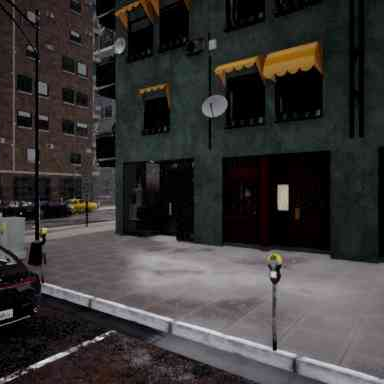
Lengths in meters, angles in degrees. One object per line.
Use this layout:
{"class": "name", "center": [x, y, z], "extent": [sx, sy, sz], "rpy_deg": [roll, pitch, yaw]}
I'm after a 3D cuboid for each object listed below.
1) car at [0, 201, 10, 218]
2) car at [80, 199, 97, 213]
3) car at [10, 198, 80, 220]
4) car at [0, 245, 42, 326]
{"class": "car", "center": [-14.073, 1.350, 26.085], "extent": [2.008, 1.369, 4.403], "rpy_deg": [1, 1, 35]}
{"class": "car", "center": [-10.985, 1.250, 30.512], "extent": [1.752, 1.417, 4.829], "rpy_deg": [1, 1, 35]}
{"class": "car", "center": [-11.222, 1.345, 25.664], "extent": [1.994, 1.385, 4.181], "rpy_deg": [0, 1, 35]}
{"class": "car", "center": [-4.501, 1.551, 6.079], "extent": [4.403, 1.369, 2.008], "rpy_deg": [0, 0, 35]}
